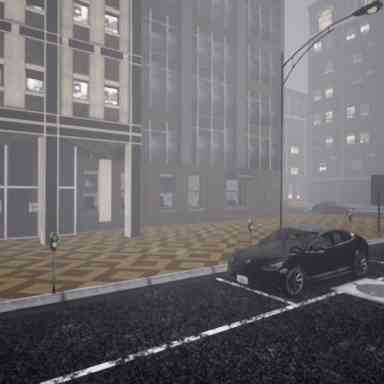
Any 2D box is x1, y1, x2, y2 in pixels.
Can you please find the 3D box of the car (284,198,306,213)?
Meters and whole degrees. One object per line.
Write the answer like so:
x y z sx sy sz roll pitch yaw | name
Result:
9.754 1.462 34.749 1.752 1.417 4.829 0 0 -36 | car

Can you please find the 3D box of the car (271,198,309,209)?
13.059 1.493 44.513 1.752 1.417 4.829 0 0 -36 | car

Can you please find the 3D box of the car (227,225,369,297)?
2.887 1.566 8.621 4.313 1.339 1.947 0 0 -36 | car

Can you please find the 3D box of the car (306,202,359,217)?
12.956 1.529 30.287 1.802 1.307 4.206 0 0 -36 | car
